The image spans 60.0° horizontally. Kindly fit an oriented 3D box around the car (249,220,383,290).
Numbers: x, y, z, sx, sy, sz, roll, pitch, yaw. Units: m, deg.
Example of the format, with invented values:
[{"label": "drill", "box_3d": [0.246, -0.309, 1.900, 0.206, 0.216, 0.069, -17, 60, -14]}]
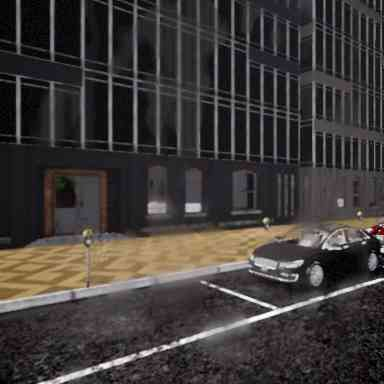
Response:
[{"label": "car", "box_3d": [3.463, 1.558, 9.032, 4.403, 1.369, 2.008, 0, 0, -36]}]
